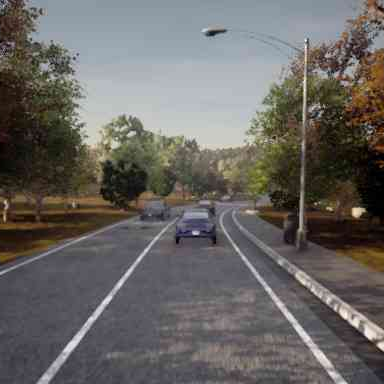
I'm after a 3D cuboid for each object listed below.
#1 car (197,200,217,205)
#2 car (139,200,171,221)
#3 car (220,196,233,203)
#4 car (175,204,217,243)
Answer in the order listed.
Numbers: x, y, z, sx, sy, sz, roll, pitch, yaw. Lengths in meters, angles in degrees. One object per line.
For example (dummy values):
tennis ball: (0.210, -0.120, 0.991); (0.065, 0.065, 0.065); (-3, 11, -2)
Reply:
car: (1.376, 1.495, 32.207); (1.812, 1.442, 4.674); (1, 0, 7)
car: (-2.892, 1.447, 26.979); (1.837, 1.490, 4.892); (0, 0, 6)
car: (7.033, 1.458, 67.269); (1.812, 1.442, 4.674); (2, 1, 22)
car: (0.208, 1.501, 15.947); (1.812, 1.442, 4.674); (0, 0, 1)
